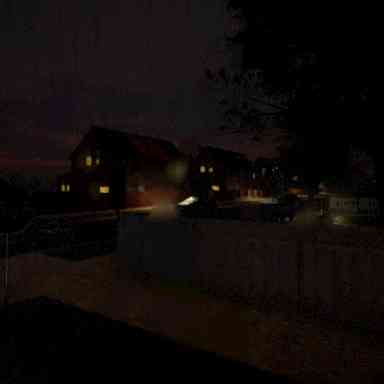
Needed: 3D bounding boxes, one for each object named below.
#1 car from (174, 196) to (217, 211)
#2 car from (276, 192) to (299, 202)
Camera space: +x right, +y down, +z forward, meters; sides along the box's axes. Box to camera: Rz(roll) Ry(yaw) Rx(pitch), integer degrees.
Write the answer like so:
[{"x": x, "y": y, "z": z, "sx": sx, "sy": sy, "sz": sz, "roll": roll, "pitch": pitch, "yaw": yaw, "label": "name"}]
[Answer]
[{"x": 0.346, "y": 1.063, "z": 27.238, "sx": 1.994, "sy": 1.385, "sz": 4.181, "roll": 2, "pitch": 2, "yaw": 35, "label": "car"}, {"x": 12.986, "y": 0.737, "z": 45.005, "sx": 1.994, "sy": 1.385, "sz": 4.181, "roll": 2, "pitch": 2, "yaw": 35, "label": "car"}]
